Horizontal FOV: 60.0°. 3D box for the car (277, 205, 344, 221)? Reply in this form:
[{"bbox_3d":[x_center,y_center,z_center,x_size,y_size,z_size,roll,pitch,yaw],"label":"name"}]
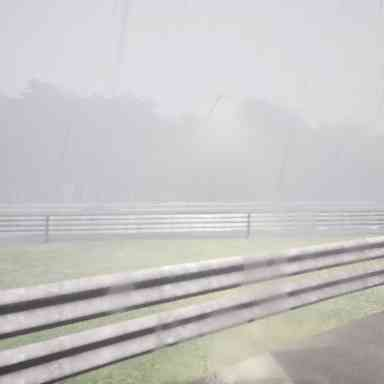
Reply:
[{"bbox_3d":[8.531,1.706,24.148,4.902,1.511,2.128,0,0,-8],"label":"car"}]

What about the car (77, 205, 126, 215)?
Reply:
[{"bbox_3d":[-7.770,1.814,28.807,4.181,1.385,1.994,0,0,-8],"label":"car"}]

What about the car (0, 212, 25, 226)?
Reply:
[{"bbox_3d":[-13.207,1.750,20.924,4.902,1.511,2.128,0,0,-8],"label":"car"}]
